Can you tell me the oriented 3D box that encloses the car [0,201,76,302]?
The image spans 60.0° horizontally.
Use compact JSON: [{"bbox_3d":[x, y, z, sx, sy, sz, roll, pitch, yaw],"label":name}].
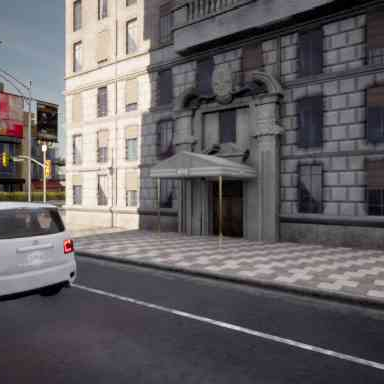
[{"bbox_3d":[-4.924,1.221,7.395,5.566,2.045,2.150,0,0,35],"label":"car"}]
